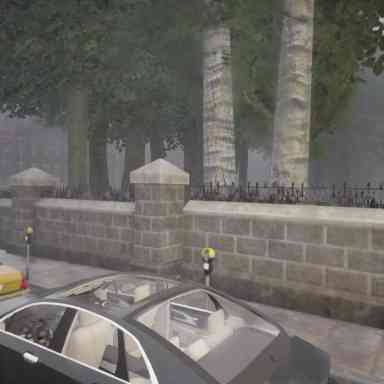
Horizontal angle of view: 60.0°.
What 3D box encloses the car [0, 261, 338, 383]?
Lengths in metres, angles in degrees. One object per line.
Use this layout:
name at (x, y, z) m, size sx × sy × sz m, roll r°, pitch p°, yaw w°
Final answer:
car at (-0.865, 1.550, 3.412) m, size 4.403 × 1.369 × 2.008 m, roll 0°, pitch 1°, yaw 36°
